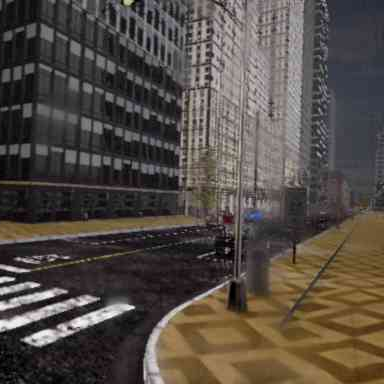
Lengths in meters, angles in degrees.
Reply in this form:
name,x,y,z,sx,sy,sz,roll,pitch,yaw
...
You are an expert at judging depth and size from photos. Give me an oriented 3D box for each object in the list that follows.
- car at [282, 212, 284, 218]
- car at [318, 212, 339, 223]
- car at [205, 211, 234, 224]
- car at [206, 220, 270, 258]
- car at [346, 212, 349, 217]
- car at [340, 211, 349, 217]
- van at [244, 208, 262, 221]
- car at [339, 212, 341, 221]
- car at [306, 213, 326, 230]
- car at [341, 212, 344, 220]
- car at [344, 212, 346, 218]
name,x,y,z,sx,sy,sz,roll,pitch,yaw
car,18.829,4.344,64.904,1.802,1.307,4.206,1,-2,28
car,20.929,4.044,51.007,1.947,1.339,4.313,1,-2,28
car,2.958,2.725,35.051,1.967,1.590,4.097,1,-2,28
car,2.519,2.304,16.107,2.008,1.369,4.403,1,-2,28
car,34.162,5.273,75.896,1.947,1.339,4.313,1,-2,28
car,39.455,5.742,85.851,1.887,1.381,4.507,1,-2,28
van,8.253,3.119,45.007,1.690,1.788,3.998,1,-2,28
car,23.575,4.306,55.985,1.802,1.307,4.206,1,-2,28
car,12.990,3.305,36.075,1.947,1.339,4.313,1,-2,28
car,26.226,4.410,60.966,1.967,1.590,4.097,1,-2,28
car,28.868,4.782,65.940,1.947,1.339,4.313,1,-2,28
